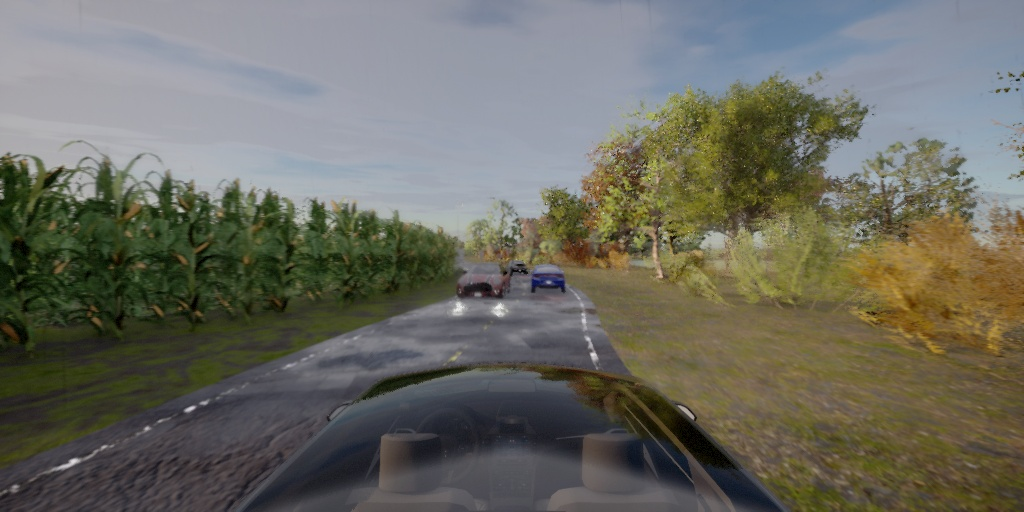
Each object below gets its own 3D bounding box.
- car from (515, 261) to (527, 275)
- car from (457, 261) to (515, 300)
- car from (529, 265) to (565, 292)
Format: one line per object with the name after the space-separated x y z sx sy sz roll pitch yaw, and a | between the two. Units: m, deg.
0.381 1.257 39.688 1.837 1.490 4.892 1 0 -11 | car
-1.250 1.094 17.689 2.097 1.767 4.553 1 0 6 | car
2.084 1.262 21.563 1.882 1.535 5.008 1 0 3 | car
